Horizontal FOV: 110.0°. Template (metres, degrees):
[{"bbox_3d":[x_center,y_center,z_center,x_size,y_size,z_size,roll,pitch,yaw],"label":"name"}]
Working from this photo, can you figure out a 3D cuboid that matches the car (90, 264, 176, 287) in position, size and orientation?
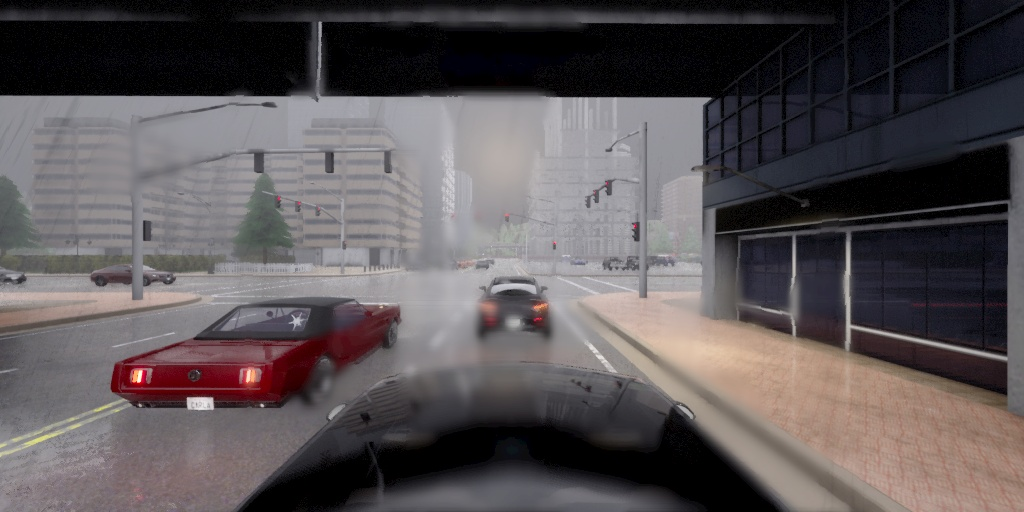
[{"bbox_3d":[-25.578,1.276,24.253,4.674,1.442,1.812,0,0,0],"label":"car"}]

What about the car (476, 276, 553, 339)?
[{"bbox_3d":[0.070,1.276,9.967,1.812,1.442,4.674,0,0,0],"label":"car"}]

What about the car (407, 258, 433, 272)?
[{"bbox_3d":[-11.589,1.314,44.572,1.994,1.385,4.181,0,0,0],"label":"car"}]

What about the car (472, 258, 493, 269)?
[{"bbox_3d":[-4.495,1.241,55.732,2.128,1.511,4.902,0,0,0],"label":"car"}]

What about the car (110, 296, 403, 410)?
[{"bbox_3d":[-3.441,1.351,6.201,1.895,1.301,4.718,0,0,0],"label":"car"}]

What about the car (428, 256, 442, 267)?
[{"bbox_3d":[-11.666,0.971,53.929,2.150,2.045,5.566,0,0,-1],"label":"car"}]

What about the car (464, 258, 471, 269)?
[{"bbox_3d":[-8.183,1.102,56.280,2.097,1.767,4.553,0,0,0],"label":"car"}]

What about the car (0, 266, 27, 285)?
[{"bbox_3d":[-35.997,1.241,24.187,4.902,1.511,2.128,0,0,0],"label":"car"}]

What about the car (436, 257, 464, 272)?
[{"bbox_3d":[-8.115,1.241,47.368,2.128,1.511,4.902,0,0,0],"label":"car"}]
